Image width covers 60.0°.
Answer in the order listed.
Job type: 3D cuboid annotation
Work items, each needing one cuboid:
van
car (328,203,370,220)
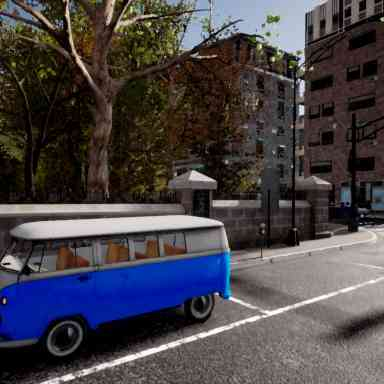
[{"bbox_3d":[-1.186,1.342,5.655,3.998,1.788,1.690,0,1,-36],"label":"van"},{"bbox_3d":[12.069,1.555,27.797,1.895,1.301,4.718,1,0,-33],"label":"car"}]
